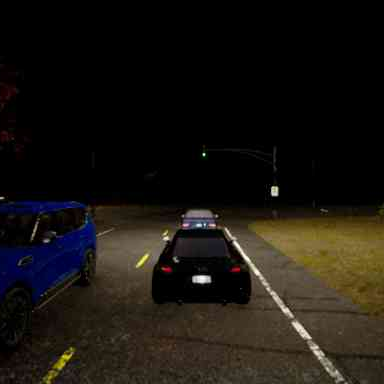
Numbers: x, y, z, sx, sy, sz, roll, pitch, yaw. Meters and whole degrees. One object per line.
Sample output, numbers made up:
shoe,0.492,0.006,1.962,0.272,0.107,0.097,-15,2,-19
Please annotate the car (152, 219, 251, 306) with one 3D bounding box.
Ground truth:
car,0.196,1.583,8.135,1.994,1.385,4.181,0,0,0

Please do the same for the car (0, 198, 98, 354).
car,-3.532,1.236,6.492,2.150,2.045,5.566,0,0,1

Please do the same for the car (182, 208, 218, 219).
car,0.401,1.585,17.880,2.033,1.411,5.357,0,0,2
